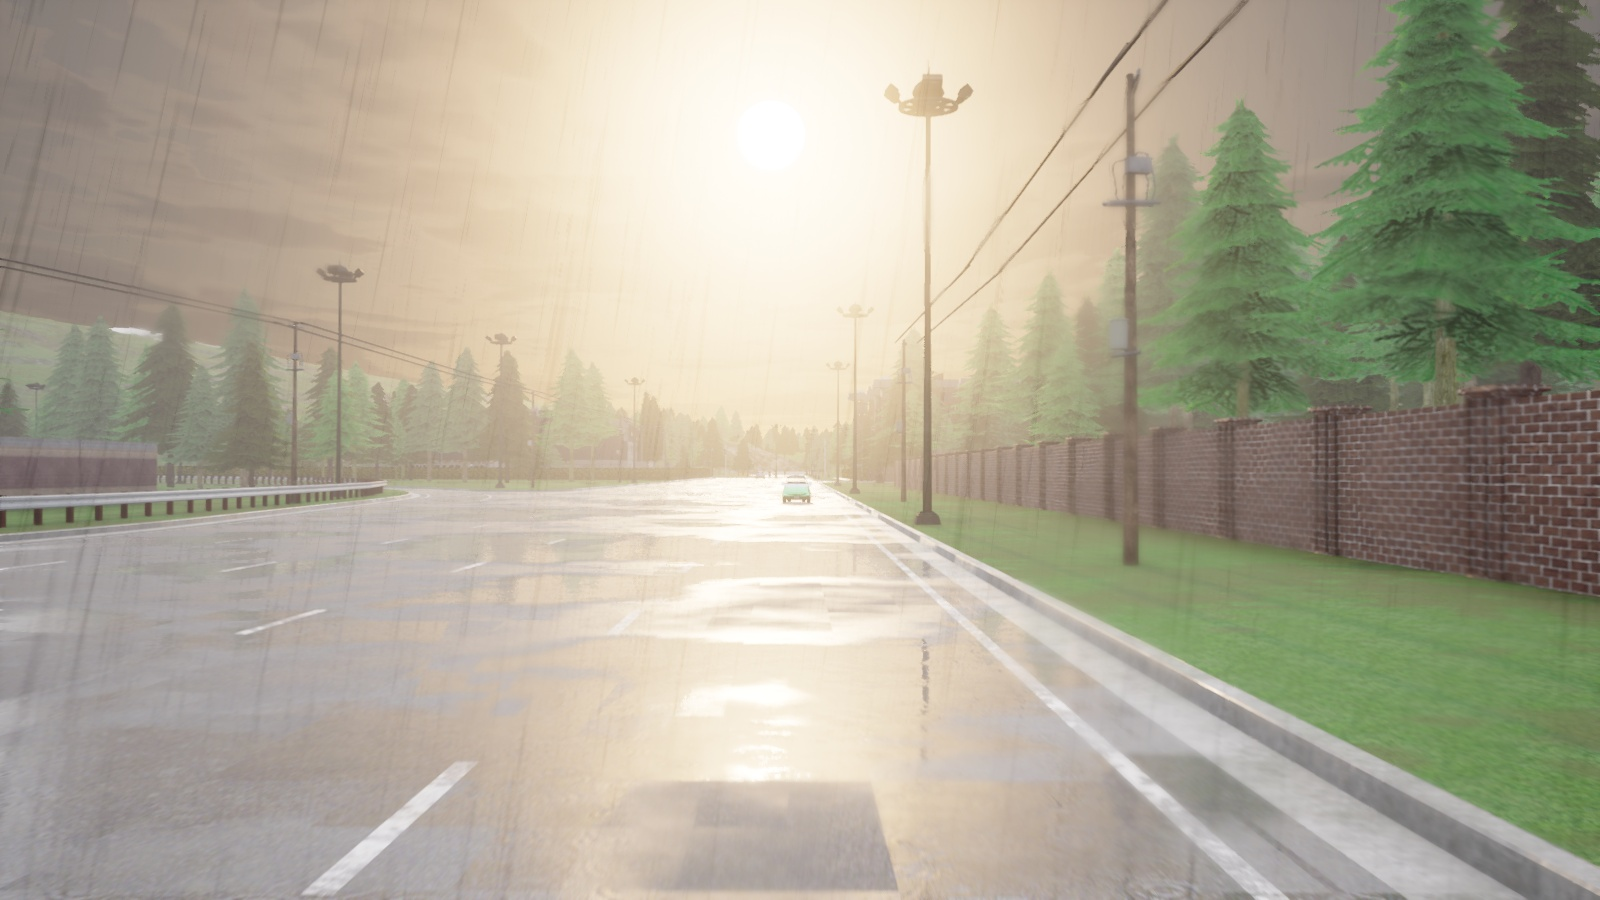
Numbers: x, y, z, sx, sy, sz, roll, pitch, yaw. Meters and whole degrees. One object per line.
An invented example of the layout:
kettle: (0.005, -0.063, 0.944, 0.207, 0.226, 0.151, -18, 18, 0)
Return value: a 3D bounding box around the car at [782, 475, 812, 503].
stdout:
car: (-0.152, 1.911, 62.252, 1.481, 1.376, 2.207, 0, -1, 0)
